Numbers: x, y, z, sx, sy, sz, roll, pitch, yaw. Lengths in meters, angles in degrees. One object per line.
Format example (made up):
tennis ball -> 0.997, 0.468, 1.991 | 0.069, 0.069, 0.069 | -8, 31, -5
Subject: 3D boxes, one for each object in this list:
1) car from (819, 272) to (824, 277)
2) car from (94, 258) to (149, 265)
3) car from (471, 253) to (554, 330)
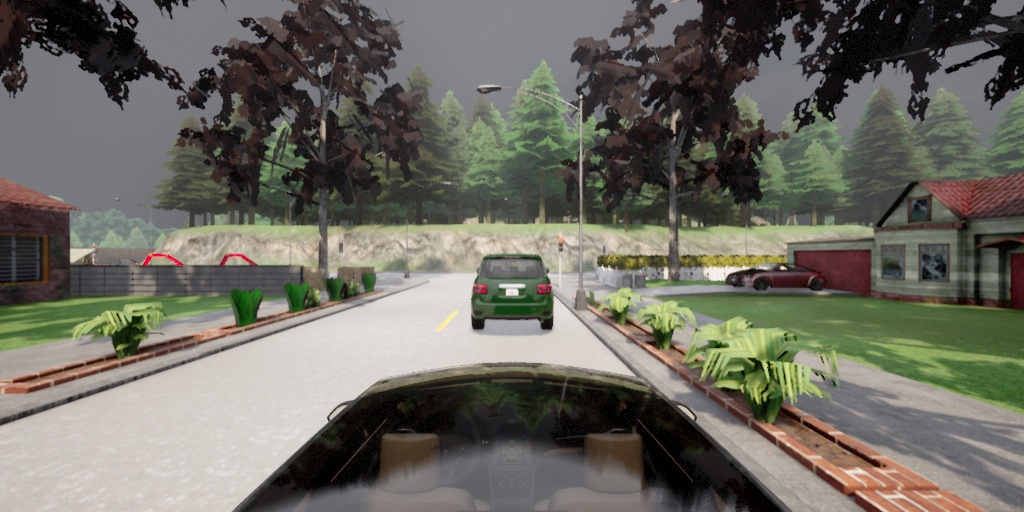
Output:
car -> 35.914, 1.133, 37.800 | 5.008, 1.535, 1.882 | 0, 0, 0
car -> -36.492, 1.019, 33.713 | 4.553, 1.767, 2.097 | 0, 0, 1
car -> 0.028, 0.947, 11.171 | 2.150, 2.045, 5.566 | 0, 0, 1
